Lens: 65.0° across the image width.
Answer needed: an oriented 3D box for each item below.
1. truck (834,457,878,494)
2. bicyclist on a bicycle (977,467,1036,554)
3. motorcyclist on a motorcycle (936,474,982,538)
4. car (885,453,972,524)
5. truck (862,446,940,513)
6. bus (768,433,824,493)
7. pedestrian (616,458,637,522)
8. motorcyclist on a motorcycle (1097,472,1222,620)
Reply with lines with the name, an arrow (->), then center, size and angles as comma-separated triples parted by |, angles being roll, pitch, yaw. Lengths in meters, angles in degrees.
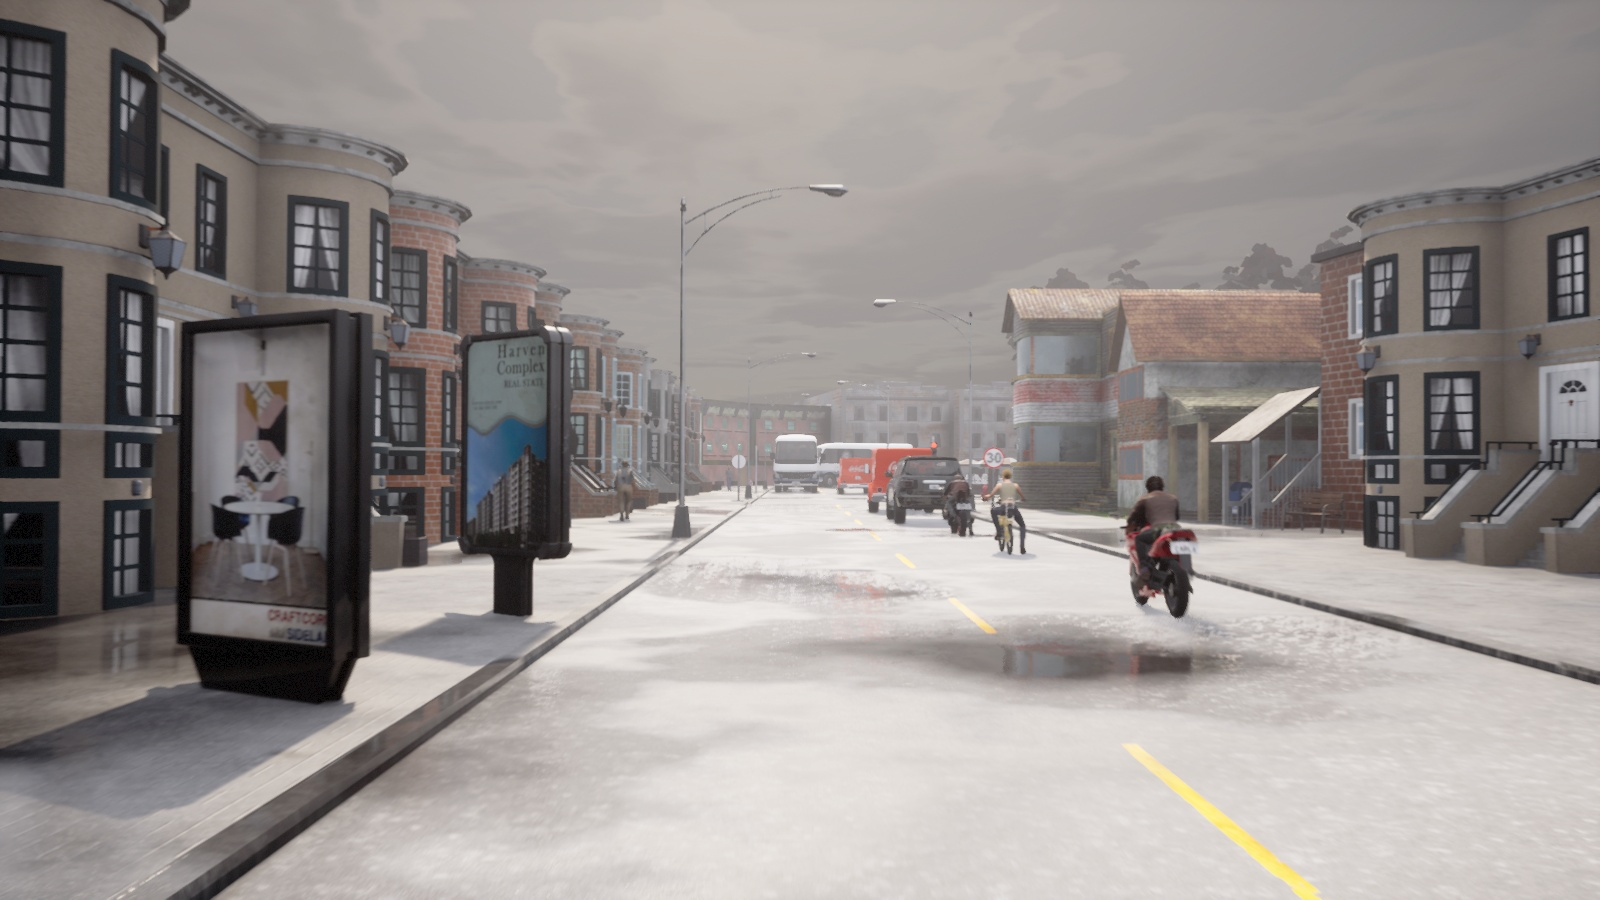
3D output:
truck -> 3.799, 1.764, 86.670 | 2.627, 2.467, 5.204 | 0, -1, -2
bicyclist on a bicycle -> 3.938, 1.138, 24.069 | 0.866, 1.612, 1.509 | 0, -1, 0
motorcyclist on a motorcycle -> 3.927, 1.356, 31.169 | 0.866, 1.530, 2.191 | 0, -1, 0
car -> 3.906, 1.173, 39.156 | 2.150, 2.045, 5.566 | 0, -1, 0
truck -> 3.878, 1.137, 49.270 | 2.627, 2.467, 5.204 | 0, -1, 0
bus -> -0.241, 1.015, 94.159 | 3.944, 4.253, 10.273 | 0, -1, 0
pedestrian -> -5.055, 1.156, 36.546 | 0.540, 1.848, 0.694 | 0, -1, -1
motorcyclist on a motorcycle -> 3.968, 1.016, 14.035 | 0.797, 1.523, 2.044 | 0, -1, 0
